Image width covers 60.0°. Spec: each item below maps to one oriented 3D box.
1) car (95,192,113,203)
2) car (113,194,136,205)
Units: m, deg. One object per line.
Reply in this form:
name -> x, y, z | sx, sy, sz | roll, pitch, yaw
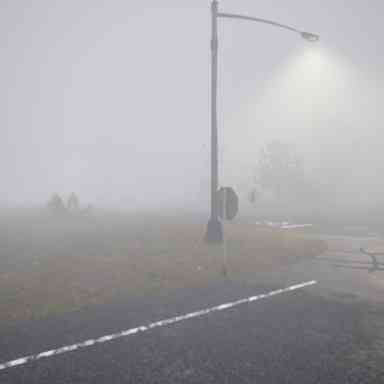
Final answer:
car -> -16.038, 0.982, 61.143 | 2.150, 2.045, 5.566 | 0, 0, -34
car -> -10.454, 1.344, 52.830 | 1.994, 1.385, 4.181 | 0, 0, -33
